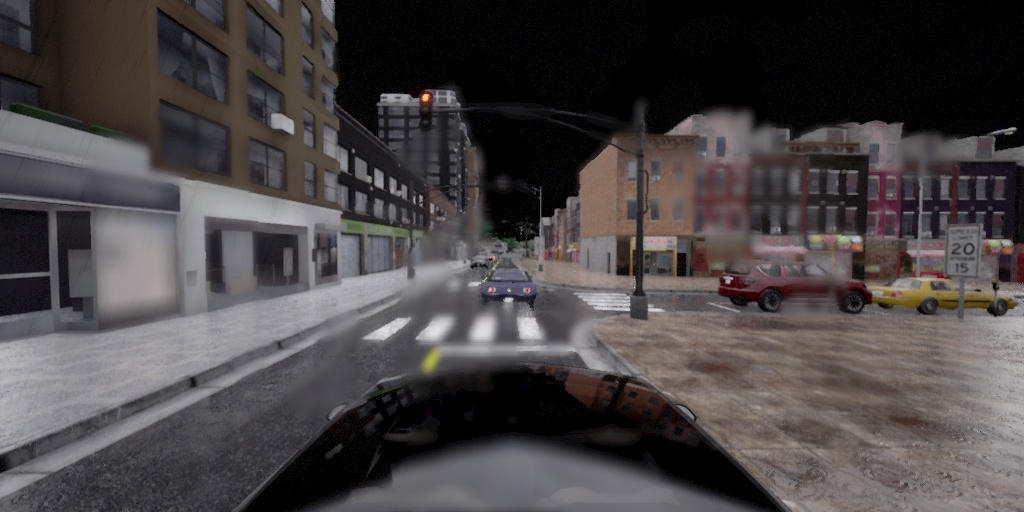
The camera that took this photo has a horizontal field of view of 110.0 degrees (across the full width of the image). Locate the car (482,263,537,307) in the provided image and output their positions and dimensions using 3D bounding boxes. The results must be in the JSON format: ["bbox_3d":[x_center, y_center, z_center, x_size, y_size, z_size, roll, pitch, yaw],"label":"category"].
[{"bbox_3d":[-0.116,1.156,14.425,1.895,1.301,4.718,1,1,-1],"label":"car"}]

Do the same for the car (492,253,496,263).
[{"bbox_3d":[-3.833,0.263,62.084,2.097,1.767,4.553,0,1,-1],"label":"car"}]

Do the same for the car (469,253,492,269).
[{"bbox_3d":[-3.514,0.624,39.348,1.837,1.490,4.892,0,1,-1],"label":"car"}]

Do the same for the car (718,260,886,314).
[{"bbox_3d":[10.589,1.106,13.709,5.009,1.841,2.192,0,0,-1],"label":"car"}]

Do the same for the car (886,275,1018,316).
[{"bbox_3d":[16.303,1.420,13.802,4.829,1.417,1.751,0,0,-1],"label":"car"}]
